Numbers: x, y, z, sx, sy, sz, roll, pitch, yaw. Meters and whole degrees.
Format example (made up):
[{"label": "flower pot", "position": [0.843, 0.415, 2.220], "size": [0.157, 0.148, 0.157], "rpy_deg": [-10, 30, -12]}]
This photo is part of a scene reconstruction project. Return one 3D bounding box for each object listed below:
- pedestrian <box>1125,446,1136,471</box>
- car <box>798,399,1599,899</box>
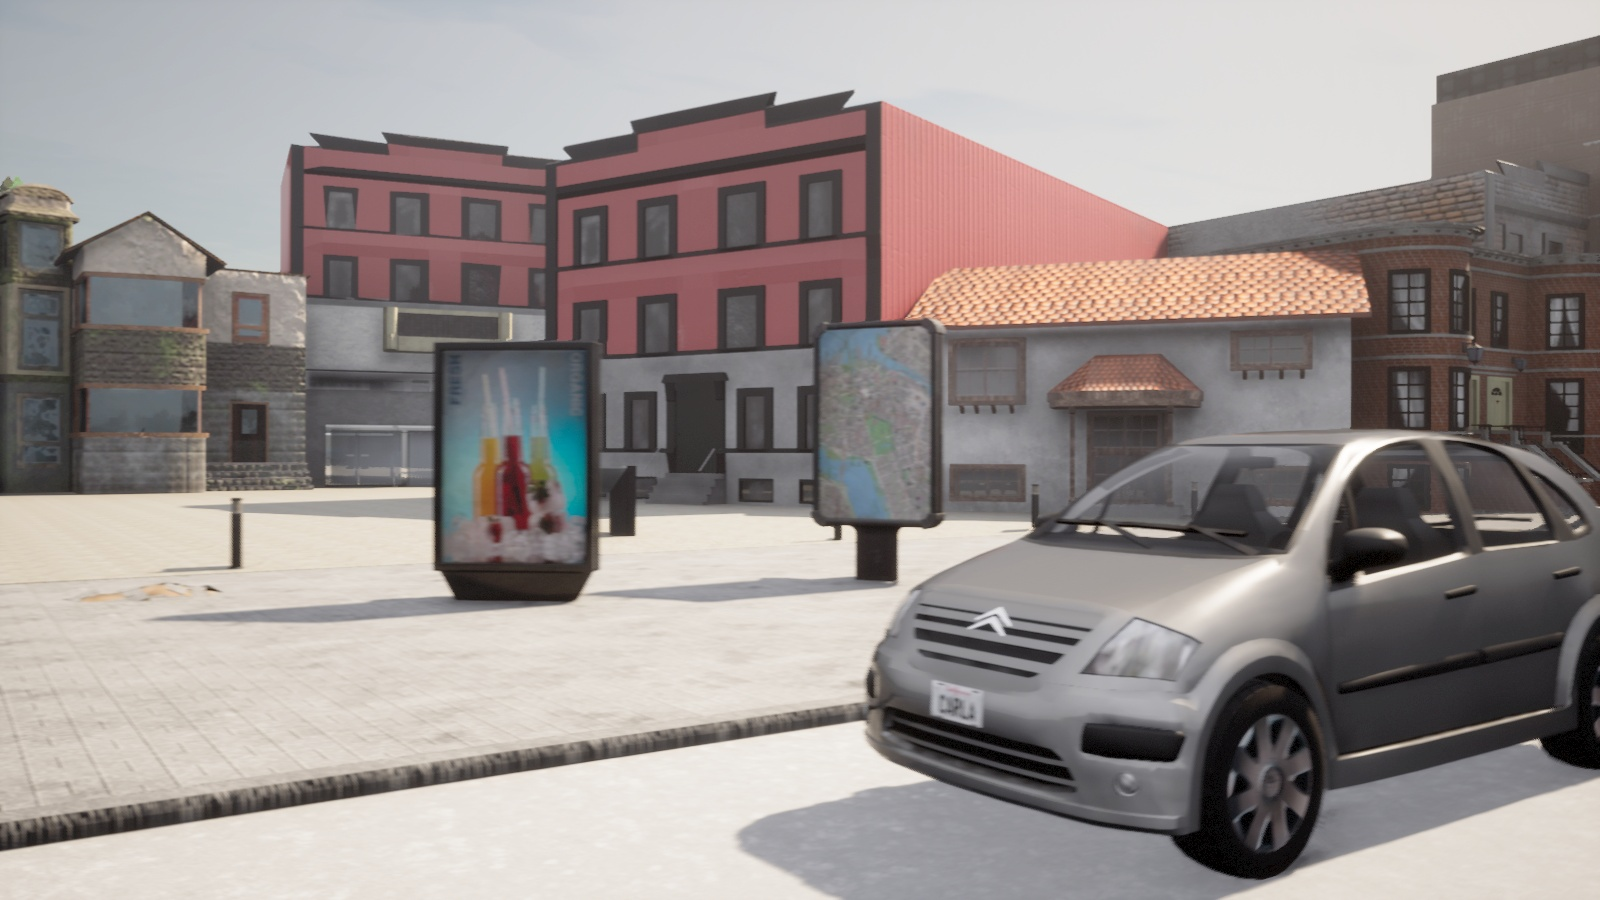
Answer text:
[{"label": "pedestrian", "position": [25.300, 0.637, 96.146], "size": [0.396, 1.930, 0.692], "rpy_deg": [0, 0, -36]}, {"label": "car", "position": [2.159, 0.653, 5.771], "size": [3.988, 1.617, 1.851], "rpy_deg": [0, 0, -35]}]
